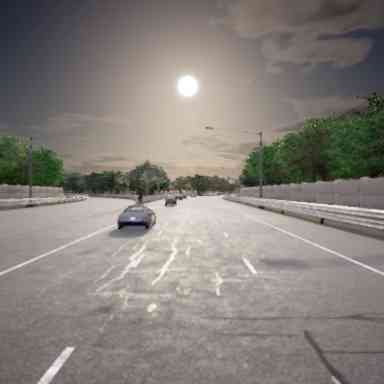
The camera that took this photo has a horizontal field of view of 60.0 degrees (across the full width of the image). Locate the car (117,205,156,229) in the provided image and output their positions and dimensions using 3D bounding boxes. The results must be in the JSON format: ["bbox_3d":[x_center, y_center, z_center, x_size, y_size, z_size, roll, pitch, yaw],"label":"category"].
[{"bbox_3d":[-3.499,1.550,21.621,1.994,1.385,4.181,0,0,0],"label":"car"}]

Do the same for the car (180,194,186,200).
[{"bbox_3d":[-3.360,1.447,90.481,1.882,1.535,5.008,0,0,2],"label":"car"}]

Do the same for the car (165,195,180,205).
[{"bbox_3d":[-3.496,1.477,56.456,1.837,1.490,4.892,0,0,0],"label":"car"}]
